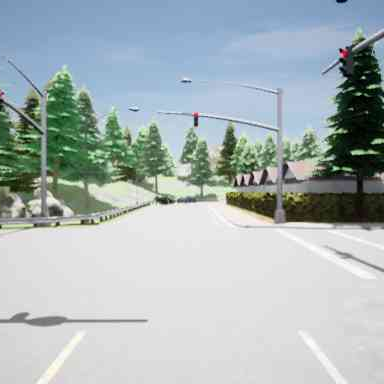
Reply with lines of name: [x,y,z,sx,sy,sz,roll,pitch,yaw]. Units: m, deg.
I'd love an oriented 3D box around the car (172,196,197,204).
car: [-0.967,1.334,59.628,1.994,1.385,4.181,0,0,36]
